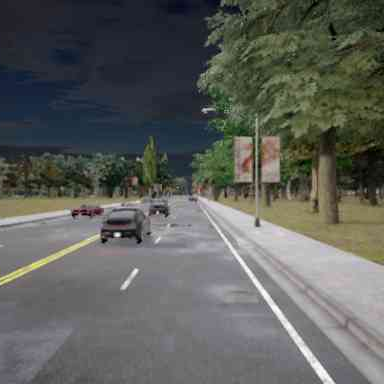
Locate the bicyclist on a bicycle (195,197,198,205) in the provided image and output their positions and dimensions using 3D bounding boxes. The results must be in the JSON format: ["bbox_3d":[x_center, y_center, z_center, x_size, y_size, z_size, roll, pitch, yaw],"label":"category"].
[{"bbox_3d":[0.882,1.729,63.910,0.582,1.620,1.656,0,-1,0],"label":"bicyclist on a bicycle"}]

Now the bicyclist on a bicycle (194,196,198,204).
[{"bbox_3d":[0.875,1.760,73.609,0.866,1.612,1.509,0,0,0],"label":"bicyclist on a bicycle"}]

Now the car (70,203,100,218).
[{"bbox_3d":[-9.854,1.727,31.488,1.895,1.301,4.718,0,0,0],"label":"car"}]

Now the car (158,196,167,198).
[{"bbox_3d":[-6.515,1.615,74.935,2.097,1.767,4.553,0,0,0],"label":"car"}]

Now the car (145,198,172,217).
[{"bbox_3d":[-3.156,1.638,33.046,1.837,1.490,4.892,0,0,0],"label":"car"}]

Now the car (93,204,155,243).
[{"bbox_3d":[-3.153,1.570,16.483,1.837,1.490,4.892,0,0,0],"label":"car"}]

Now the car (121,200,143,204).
[{"bbox_3d":[-6.603,1.739,34.079,1.895,1.301,4.718,0,0,0],"label":"car"}]

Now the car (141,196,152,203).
[{"bbox_3d":[-9.764,1.624,72.295,2.097,1.767,4.553,0,0,0],"label":"car"}]

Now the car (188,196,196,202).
[{"bbox_3d":[-0.017,1.868,89.566,1.882,1.535,5.008,0,0,0],"label":"car"}]
